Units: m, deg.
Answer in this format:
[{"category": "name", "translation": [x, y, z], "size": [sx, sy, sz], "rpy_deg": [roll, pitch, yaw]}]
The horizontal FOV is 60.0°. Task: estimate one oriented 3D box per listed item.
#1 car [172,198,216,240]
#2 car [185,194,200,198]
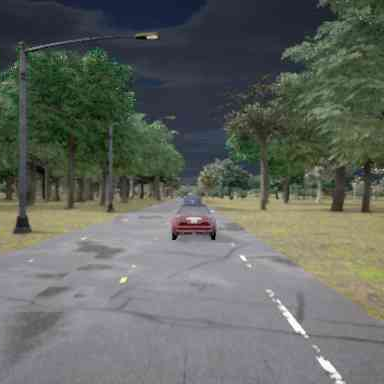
[{"category": "car", "translation": [0.093, 1.357, 17.301], "size": [2.097, 1.767, 4.553], "rpy_deg": [0, 0, 0]}, {"category": "car", "translation": [0.086, 1.296, 40.058], "size": [2.150, 2.045, 5.566], "rpy_deg": [0, 0, 0]}]
